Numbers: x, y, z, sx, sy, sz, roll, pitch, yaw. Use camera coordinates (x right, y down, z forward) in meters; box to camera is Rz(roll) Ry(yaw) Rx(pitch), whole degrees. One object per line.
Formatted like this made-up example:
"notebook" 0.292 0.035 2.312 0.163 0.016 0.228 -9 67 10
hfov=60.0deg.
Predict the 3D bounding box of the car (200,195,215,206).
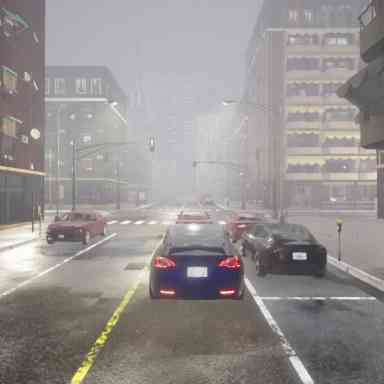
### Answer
"car" 2.711 1.578 53.757 1.887 1.381 4.507 1 0 0

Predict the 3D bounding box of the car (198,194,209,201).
"car" 2.617 1.359 63.702 2.192 1.841 5.009 1 0 0

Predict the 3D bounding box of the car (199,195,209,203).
"car" 2.585 1.494 70.826 1.967 1.590 4.097 1 0 0

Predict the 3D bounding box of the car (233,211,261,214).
"car" 2.576 1.550 15.700 1.887 1.381 4.507 1 0 0

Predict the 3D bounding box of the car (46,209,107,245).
"car" -5.271 1.550 15.674 1.887 1.381 4.507 1 0 0

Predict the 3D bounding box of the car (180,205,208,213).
"car" 0.097 1.607 18.136 1.895 1.301 4.718 0 0 0

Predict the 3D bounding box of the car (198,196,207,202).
"car" 2.585 1.635 82.205 1.947 1.339 4.313 1 0 0

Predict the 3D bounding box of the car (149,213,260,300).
"car" 0.102 1.506 8.413 2.163 1.488 4.792 0 0 0

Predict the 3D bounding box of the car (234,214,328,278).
"car" 2.575 1.569 10.030 1.947 1.339 4.313 1 0 0

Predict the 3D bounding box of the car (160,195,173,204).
"car" -5.314 1.597 65.126 2.008 1.369 4.403 1 0 0

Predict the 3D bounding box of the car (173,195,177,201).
"car" -5.294 1.623 87.884 1.887 1.381 4.507 1 0 0
